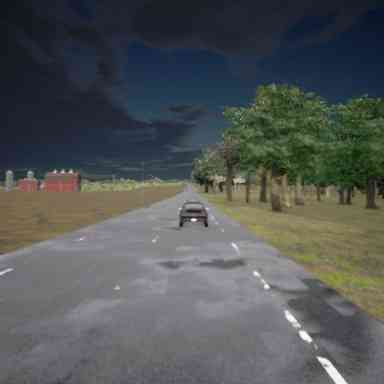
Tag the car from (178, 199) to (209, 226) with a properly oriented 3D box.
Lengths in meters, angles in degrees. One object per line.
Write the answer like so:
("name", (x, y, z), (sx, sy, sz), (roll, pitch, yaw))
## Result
("car", (0.112, 1.476, 23.008), (1.837, 1.490, 4.892), (0, 0, 0))
